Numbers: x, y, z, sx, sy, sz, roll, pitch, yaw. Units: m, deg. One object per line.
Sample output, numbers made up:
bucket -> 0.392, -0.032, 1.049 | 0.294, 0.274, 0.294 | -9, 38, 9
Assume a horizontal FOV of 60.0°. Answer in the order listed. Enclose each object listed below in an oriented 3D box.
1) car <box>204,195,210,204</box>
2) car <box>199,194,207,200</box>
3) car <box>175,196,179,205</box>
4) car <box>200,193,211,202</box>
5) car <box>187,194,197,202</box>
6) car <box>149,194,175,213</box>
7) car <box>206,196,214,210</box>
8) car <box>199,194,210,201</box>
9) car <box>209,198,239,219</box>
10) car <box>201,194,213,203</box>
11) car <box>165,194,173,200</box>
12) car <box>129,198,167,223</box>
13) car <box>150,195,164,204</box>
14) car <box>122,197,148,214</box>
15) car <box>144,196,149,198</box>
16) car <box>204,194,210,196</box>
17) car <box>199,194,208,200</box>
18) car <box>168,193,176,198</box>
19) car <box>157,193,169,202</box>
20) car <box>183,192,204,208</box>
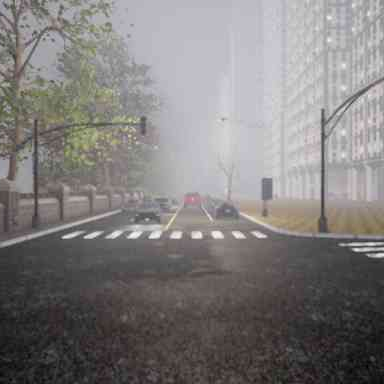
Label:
car -> 2.680, 1.360, 38.043 | 1.947, 1.339, 4.313 | 0, 0, 0
car -> 2.666, 1.170, 83.101 | 1.802, 1.307, 4.206 | 0, 0, 0
car -> -3.063, 1.330, 51.324 | 1.895, 1.301, 4.718 | 0, 0, 0
car -> 2.672, 1.101, 66.203 | 1.967, 1.590, 4.097 | 0, 0, 0
car -> 0.065, 1.168, 65.632 | 1.837, 1.490, 4.892 | 0, 0, 0
car -> -3.096, 1.313, 34.756 | 1.837, 1.490, 4.892 | 0, 1, 0
car -> 2.681, 1.389, 32.411 | 1.947, 1.339, 4.313 | 0, 0, 0
car -> 2.669, 1.187, 71.836 | 2.008, 1.369, 4.403 | 0, 0, 0
car -> 2.683, 1.418, 26.778 | 1.947, 1.339, 4.313 | 0, 0, 0
car -> 2.673, 1.126, 60.572 | 1.967, 1.590, 4.097 | 0, 0, 0
car -> -5.714, 1.133, 83.098 | 1.887, 1.381, 4.507 | 0, 0, 0
car -> -3.127, 1.411, 24.680 | 2.033, 1.411, 5.357 | 0, 0, -4
car -> -5.705, 1.238, 54.768 | 1.752, 1.417, 4.829 | 0, 0, 0
car -> -5.699, 1.405, 32.408 | 1.802, 1.307, 4.206 | 0, 0, 0
car -> -5.702, 1.206, 43.672 | 1.967, 1.590, 4.097 | 0, 0, 0
car -> 2.675, 1.257, 54.941 | 1.887, 1.381, 4.507 | 0, 0, 0
car -> 2.668, 1.163, 77.468 | 2.008, 1.369, 4.403 | 0, 0, 0
car -> -5.718, 1.088, 94.362 | 1.887, 1.381, 4.507 | 0, 0, 0
car -> -5.708, 1.101, 66.201 | 1.967, 1.590, 4.097 | 0, 0, 0
car -> 0.088, 0.993, 42.496 | 2.150, 2.045, 5.566 | 0, 0, 0
